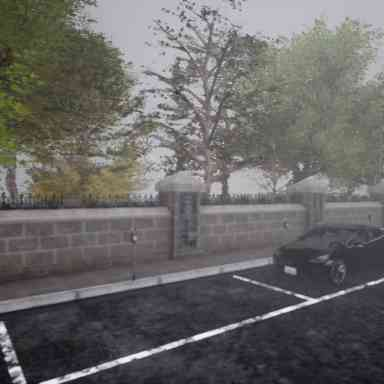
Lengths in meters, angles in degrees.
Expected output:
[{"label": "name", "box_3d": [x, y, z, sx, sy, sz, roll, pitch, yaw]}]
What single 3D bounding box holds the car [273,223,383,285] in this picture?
[{"label": "car", "box_3d": [4.240, 1.593, 9.557, 4.313, 1.339, 1.947, 0, 0, -35]}]
